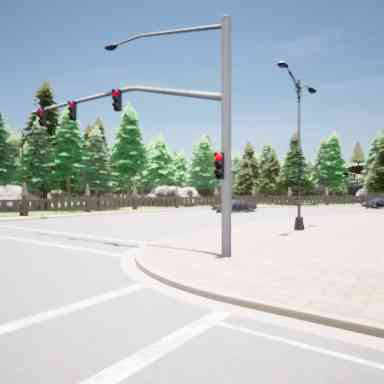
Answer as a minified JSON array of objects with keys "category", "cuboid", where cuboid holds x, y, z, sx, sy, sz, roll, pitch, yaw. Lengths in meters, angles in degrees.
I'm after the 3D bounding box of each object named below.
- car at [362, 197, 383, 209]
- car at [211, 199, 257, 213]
[{"category":"car","cuboid":[24.732,1.436,43.342,4.902,1.511,2.128,0,0,-5]},{"category":"car","cuboid":[4.619,1.483,35.719,5.357,1.411,2.033,0,0,-36]}]
